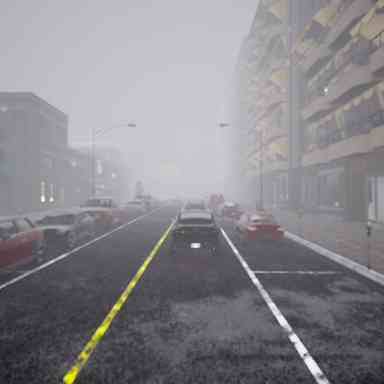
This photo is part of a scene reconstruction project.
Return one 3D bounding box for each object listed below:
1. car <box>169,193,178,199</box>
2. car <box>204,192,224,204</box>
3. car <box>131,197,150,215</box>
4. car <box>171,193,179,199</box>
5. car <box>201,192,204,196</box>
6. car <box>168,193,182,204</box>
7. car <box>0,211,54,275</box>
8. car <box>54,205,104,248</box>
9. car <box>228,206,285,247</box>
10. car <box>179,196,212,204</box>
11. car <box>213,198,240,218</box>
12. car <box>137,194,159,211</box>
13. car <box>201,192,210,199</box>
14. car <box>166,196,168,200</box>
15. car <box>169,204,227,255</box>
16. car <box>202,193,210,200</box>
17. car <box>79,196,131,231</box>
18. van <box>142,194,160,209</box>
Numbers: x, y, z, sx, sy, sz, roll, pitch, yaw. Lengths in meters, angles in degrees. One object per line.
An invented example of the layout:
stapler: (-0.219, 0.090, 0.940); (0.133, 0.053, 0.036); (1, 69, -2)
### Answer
car: (-4.835, 1.009, 88.402); (1.967, 1.590, 4.097); (1, 0, 1)
car: (3.100, 1.098, 42.894); (2.192, 1.841, 5.009); (1, 0, 1)
car: (-5.397, 1.422, 31.539); (1.802, 1.307, 4.206); (1, 0, 1)
car: (-4.784, 0.983, 94.090); (1.967, 1.590, 4.097); (1, 0, 1)
car: (3.406, 1.171, 77.013); (2.008, 1.369, 4.403); (1, 0, 1)
car: (-2.516, 1.256, 58.291); (2.033, 1.411, 5.357); (0, 0, 1)
car: (-5.594, 1.395, 8.793); (1.967, 1.590, 4.097); (1, 0, 1)
car: (-5.544, 1.492, 14.480); (1.947, 1.339, 4.313); (1, 0, 1)
car: (2.836, 1.508, 14.464); (1.802, 1.307, 4.206); (1, 0, 1)
car: (0.302, 1.349, 28.010); (2.128, 1.511, 4.902); (0, 0, 1)
car: (2.940, 1.413, 25.837); (1.887, 1.381, 4.507); (1, 0, 1)
car: (-5.319, 1.126, 37.224); (2.192, 1.841, 5.009); (1, 0, 1)
car: (3.514, 0.883, 88.385); (2.192, 1.841, 5.009); (1, 0, 1)
car: (-4.942, 1.147, 76.861); (1.752, 1.417, 4.829); (1, 0, 1)
car: (0.165, 1.439, 13.051); (1.837, 1.490, 4.892); (0, 1, 1)
car: (3.460, 1.119, 82.869); (1.752, 1.417, 4.829); (1, 0, 1)
car: (-5.487, 1.212, 20.164); (2.192, 1.841, 5.009); (1, 0, 1)
van: (-5.251, 1.124, 42.910); (1.690, 1.788, 3.998); (1, 0, 1)
